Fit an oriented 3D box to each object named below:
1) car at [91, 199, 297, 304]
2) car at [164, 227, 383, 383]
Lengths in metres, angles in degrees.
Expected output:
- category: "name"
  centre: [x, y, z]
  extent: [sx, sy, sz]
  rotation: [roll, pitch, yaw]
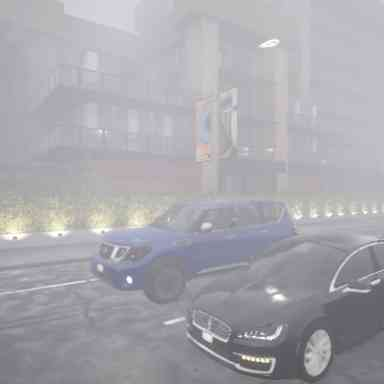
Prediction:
- category: "car"
  centre: [0.361, 1.220, 8.510]
  extent: [5.566, 2.045, 2.150]
  rotation: [0, 0, -35]
- category: "car"
  centre: [2.174, 1.501, 5.507]
  extent: [4.892, 1.490, 1.837]
  rotation: [-1, 1, -35]
